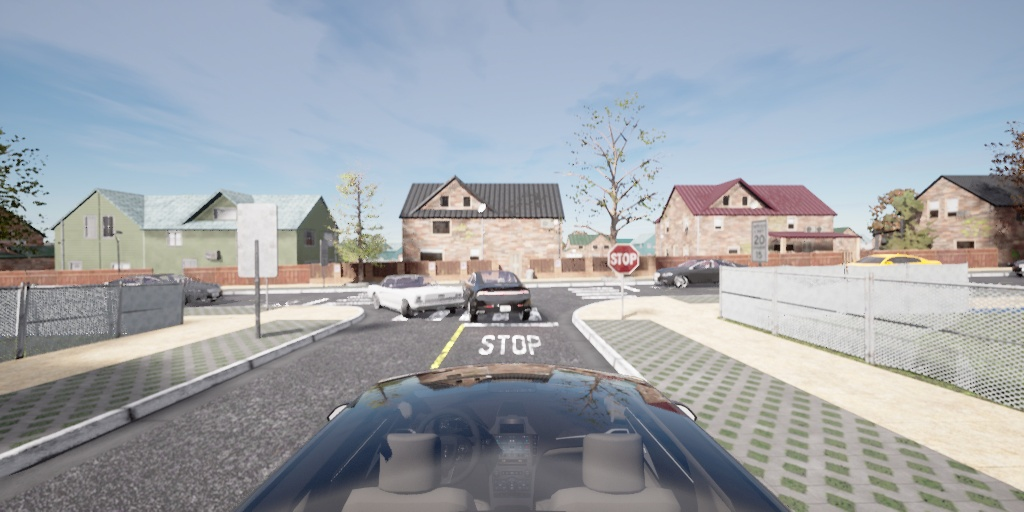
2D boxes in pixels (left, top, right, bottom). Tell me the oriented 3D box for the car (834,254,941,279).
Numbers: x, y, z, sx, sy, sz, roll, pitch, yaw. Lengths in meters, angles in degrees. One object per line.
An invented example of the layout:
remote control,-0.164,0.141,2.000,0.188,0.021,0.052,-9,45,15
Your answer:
car,20.368,0.662,19.678,5.008,1.535,1.882,-1,1,0

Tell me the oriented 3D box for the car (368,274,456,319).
car,-3.604,1.357,13.087,1.895,1.301,4.718,-1,0,-38

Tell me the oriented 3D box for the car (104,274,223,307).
car,-16.178,1.583,16.575,4.902,1.511,2.128,-1,1,0

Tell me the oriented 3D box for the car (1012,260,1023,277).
car,30.749,0.432,19.718,4.902,1.511,2.128,-1,1,0

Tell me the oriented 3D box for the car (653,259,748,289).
car,10.328,0.911,19.638,4.902,1.511,2.128,-1,1,0

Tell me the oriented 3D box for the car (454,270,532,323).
car,-0.688,1.234,12.228,2.128,1.511,4.902,0,0,-12
